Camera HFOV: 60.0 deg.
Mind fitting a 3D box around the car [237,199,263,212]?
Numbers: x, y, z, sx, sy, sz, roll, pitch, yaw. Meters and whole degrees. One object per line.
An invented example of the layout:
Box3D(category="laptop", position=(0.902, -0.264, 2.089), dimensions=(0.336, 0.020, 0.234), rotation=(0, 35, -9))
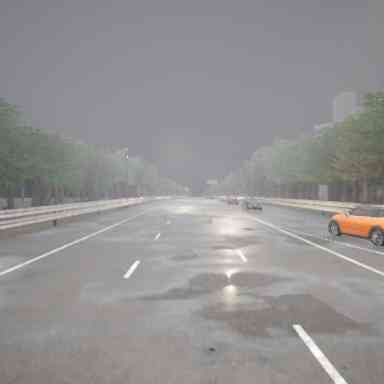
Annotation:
Box3D(category="car", position=(7.032, 1.558, 39.331), dimensions=(2.033, 1.411, 5.357), rotation=(0, 0, 0))

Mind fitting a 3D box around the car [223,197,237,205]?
Box3D(category="car", position=(7.061, 1.561, 58.344), dimensions=(1.812, 1.442, 4.674), rotation=(0, 0, 0))

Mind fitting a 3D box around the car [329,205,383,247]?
Box3D(category="car", position=(8.327, 1.368, 15.362), dimensions=(2.097, 1.767, 4.553), rotation=(0, 0, -9))

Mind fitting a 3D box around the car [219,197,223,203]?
Box3D(category="car", position=(7.136, 1.730, 76.047), dimensions=(1.895, 1.301, 4.718), rotation=(0, -1, 0))
